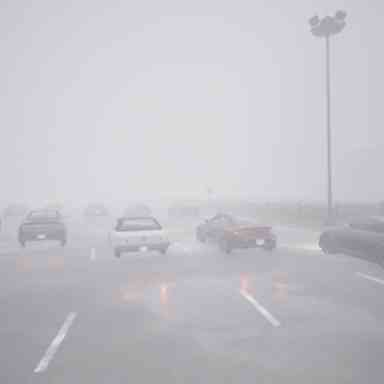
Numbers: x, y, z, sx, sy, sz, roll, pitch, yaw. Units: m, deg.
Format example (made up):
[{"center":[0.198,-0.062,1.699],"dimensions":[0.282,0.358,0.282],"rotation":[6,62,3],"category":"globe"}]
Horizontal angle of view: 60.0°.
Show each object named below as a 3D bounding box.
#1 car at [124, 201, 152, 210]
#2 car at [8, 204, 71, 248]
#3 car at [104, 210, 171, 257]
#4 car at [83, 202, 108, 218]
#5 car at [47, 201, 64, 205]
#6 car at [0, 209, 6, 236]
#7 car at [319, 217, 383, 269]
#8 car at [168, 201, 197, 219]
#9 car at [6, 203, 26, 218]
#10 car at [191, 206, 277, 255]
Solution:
[{"center":[-4.930,1.554,30.306],"dimensions":[1.812,1.442,4.674],"rotation":[-1,0,-22],"category":"car"},{"center":[-6.784,1.567,15.503],"dimensions":[2.128,1.511,4.902],"rotation":[-1,0,-19],"category":"car"},{"center":[-2.263,1.615,13.194],"dimensions":[1.895,1.301,4.718],"rotation":[-1,0,-17],"category":"car"},{"center":[-8.996,1.649,31.026],"dimensions":[1.994,1.385,4.181],"rotation":[-1,0,-22],"category":"car"},{"center":[-13.513,1.625,32.934],"dimensions":[1.882,1.535,5.008],"rotation":[-1,0,-22],"category":"car"},{"center":[-10.219,1.346,15.000],"dimensions":[2.150,2.045,5.566],"rotation":[-1,0,-20],"category":"car"},{"center":[5.871,1.465,10.479],"dimensions":[1.994,1.385,4.181],"rotation":[-1,0,-12],"category":"car"},{"center":[-0.727,1.495,29.194],"dimensions":[1.812,1.442,4.674],"rotation":[-1,0,-22],"category":"car"},{"center":[-17.399,1.766,33.238],"dimensions":[1.994,1.385,4.181],"rotation":[-1,0,-22],"category":"car"},{"center":[1.603,1.484,13.153],"dimensions":[1.812,1.442,4.674],"rotation":[-1,0,-16],"category":"car"}]
